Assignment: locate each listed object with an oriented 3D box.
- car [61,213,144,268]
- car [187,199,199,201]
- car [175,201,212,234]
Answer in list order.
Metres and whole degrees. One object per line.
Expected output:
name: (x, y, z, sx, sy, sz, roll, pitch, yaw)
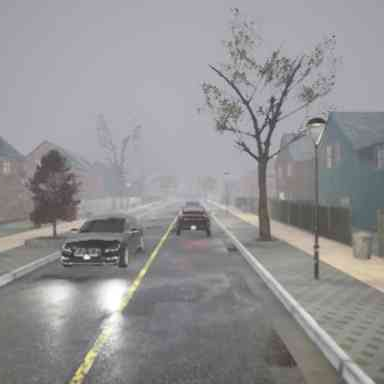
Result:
car: (-2.818, 1.522, 11.388, 1.837, 1.490, 4.892, 0, 0, 0)
car: (0.086, 1.585, 41.095, 1.882, 1.535, 5.008, 0, 0, 0)
car: (0.077, 1.541, 19.256, 1.837, 1.490, 4.892, 0, 0, 0)
